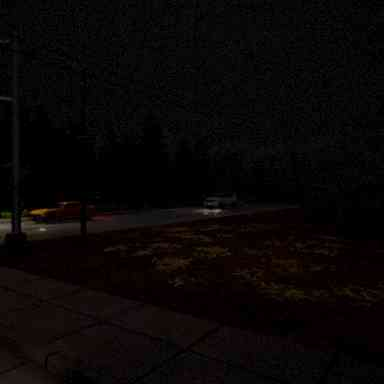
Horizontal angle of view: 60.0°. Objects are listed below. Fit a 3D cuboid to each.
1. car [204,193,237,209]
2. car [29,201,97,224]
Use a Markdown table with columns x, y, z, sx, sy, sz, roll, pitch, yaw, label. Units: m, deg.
| x | y | z | sx | sy | sz | roll | pitch | yaw | label |
| --- | --- | --- | --- | --- | --- | --- | --- | --- | --- |
| 3.818 | 1.101 | 43.047 | 2.150 | 2.045 | 5.566 | 0 | 0 | 37 | car |
| -9.582 | 1.477 | 25.026 | 1.882 | 1.535 | 5.008 | 0 | 1 | 37 | car |
